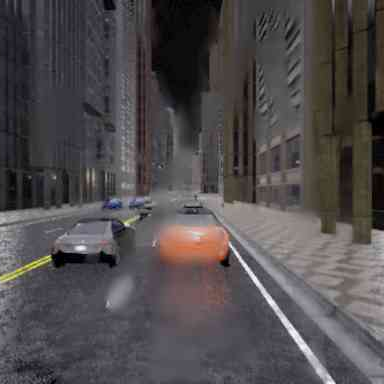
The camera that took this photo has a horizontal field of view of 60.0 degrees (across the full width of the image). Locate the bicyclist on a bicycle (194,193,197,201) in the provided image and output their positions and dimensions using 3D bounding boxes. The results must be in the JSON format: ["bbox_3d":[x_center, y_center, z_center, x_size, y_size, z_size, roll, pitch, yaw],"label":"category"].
[{"bbox_3d":[0.872,1.268,83.848,0.659,1.776,1.843,0,0,0],"label":"bicyclist on a bicycle"}]

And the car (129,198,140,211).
[{"bbox_3d":[-6.599,1.472,41.445,1.882,1.535,5.008,0,0,0],"label":"car"}]

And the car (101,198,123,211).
[{"bbox_3d":[-9.849,1.472,41.352,1.882,1.535,5.008,0,0,0],"label":"car"}]

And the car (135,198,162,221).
[{"bbox_3d":[-3.166,1.514,27.563,1.837,1.490,4.892,0,1,0],"label":"car"}]

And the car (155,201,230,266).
[{"bbox_3d":[0.084,1.359,11.707,2.097,1.767,4.553,0,0,0],"label":"car"}]

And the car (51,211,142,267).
[{"bbox_3d":[-3.167,1.572,11.495,1.994,1.385,4.181,0,0,0],"label":"car"}]

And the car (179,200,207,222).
[{"bbox_3d":[0.082,1.500,27.654,2.128,1.511,4.902,0,0,0],"label":"car"}]

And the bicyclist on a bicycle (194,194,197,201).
[{"bbox_3d":[0.874,1.299,74.849,0.659,1.776,1.843,0,0,0],"label":"bicyclist on a bicycle"}]
